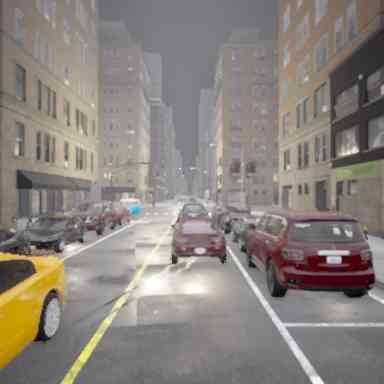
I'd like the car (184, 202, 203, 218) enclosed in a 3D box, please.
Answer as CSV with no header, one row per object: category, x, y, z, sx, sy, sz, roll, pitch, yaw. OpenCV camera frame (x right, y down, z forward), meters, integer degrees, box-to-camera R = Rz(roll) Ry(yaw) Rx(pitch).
car,0.078,1.771,33.664,1.812,1.442,4.674,0,0,-1

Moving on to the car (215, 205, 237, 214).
car,2.690,1.712,19.824,1.947,1.339,4.313,0,0,0

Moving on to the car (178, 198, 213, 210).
car,0.114,1.518,22.555,2.097,1.767,4.553,0,0,0

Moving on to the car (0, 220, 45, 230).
car,-5.847,1.631,8.657,1.947,1.339,4.313,0,0,0

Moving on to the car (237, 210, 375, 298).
car,2.679,1.380,8.656,2.192,1.841,5.009,0,0,0

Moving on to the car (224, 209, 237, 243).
car,2.684,1.656,14.240,2.008,1.369,4.403,0,0,0

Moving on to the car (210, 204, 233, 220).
car,2.701,1.808,30.994,1.802,1.307,4.206,0,0,0

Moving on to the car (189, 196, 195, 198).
car,0.172,2.182,95.364,1.837,1.490,4.892,0,0,0

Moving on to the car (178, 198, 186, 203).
car,-2.823,2.295,94.295,1.895,1.301,4.718,0,0,0

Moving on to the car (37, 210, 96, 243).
car,-5.841,1.671,14.243,1.947,1.339,4.313,0,0,0

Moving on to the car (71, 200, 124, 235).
car,-5.835,1.461,19.830,2.192,1.841,5.009,0,0,0

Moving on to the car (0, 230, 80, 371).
car,-3.096,1.506,3.725,1.882,1.535,5.008,0,0,0

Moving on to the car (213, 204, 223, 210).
car,2.696,1.752,25.409,1.947,1.339,4.313,0,0,0

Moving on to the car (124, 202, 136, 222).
car,-5.830,1.731,25.415,1.887,1.381,4.507,0,0,0

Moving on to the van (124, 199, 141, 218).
van,-5.824,1.568,31.002,1.690,1.788,3.998,0,0,0

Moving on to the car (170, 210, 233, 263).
car,0.178,1.617,12.294,1.812,1.442,4.674,0,0,-2
